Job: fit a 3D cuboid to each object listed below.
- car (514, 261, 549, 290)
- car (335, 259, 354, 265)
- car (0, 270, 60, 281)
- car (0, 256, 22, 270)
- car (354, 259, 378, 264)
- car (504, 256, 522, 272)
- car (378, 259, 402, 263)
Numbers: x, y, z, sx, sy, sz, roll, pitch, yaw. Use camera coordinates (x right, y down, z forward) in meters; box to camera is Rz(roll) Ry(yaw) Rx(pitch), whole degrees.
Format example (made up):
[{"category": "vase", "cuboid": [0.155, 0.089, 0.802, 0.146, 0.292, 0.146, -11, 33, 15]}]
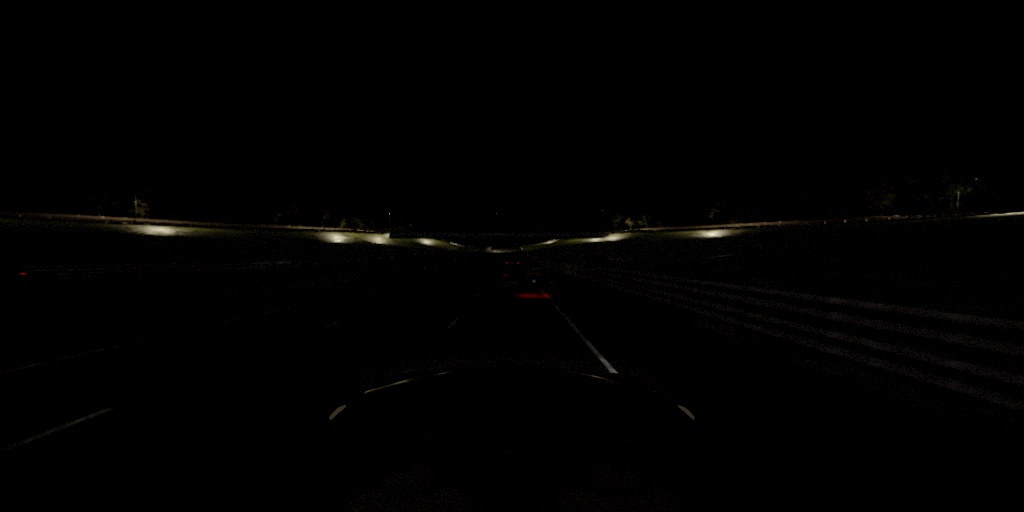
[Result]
[{"category": "car", "cuboid": [1.230, 1.253, 22.549, 1.882, 1.535, 5.008, 0, 0, 0]}, {"category": "car", "cuboid": [-24.509, 1.202, 53.566, 1.882, 1.535, 5.008, 0, 1, 0]}, {"category": "car", "cuboid": [-17.584, 1.323, 12.477, 1.994, 1.385, 4.181, 0, 0, 0]}, {"category": "car", "cuboid": [-21.086, 0.981, 12.423, 2.150, 2.045, 5.566, 0, 0, 0]}, {"category": "car", "cuboid": [-21.016, 1.209, 53.058, 1.882, 1.535, 5.008, 0, 1, 1]}, {"category": "car", "cuboid": [0.066, 1.002, 47.438, 2.150, 2.045, 5.566, 0, 1, 0]}, {"category": "car", "cuboid": [-17.522, 1.223, 53.081, 2.128, 1.511, 4.902, 0, 1, 1]}]
